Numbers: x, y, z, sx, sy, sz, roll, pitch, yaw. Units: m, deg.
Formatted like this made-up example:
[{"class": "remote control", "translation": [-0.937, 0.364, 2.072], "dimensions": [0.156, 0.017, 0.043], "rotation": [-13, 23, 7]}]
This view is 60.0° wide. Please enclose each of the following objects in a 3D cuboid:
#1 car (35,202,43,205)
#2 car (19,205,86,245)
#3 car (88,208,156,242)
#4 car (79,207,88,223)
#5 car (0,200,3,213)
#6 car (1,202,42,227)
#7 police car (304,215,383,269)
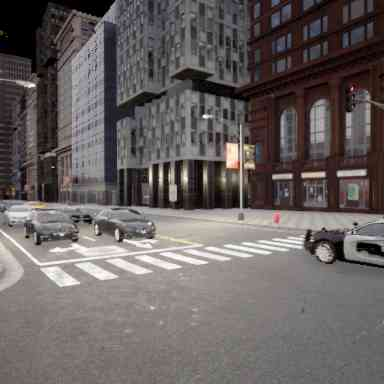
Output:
[{"class": "car", "translation": [-18.108, 1.847, 38.239], "dimensions": [1.882, 1.535, 5.008], "rotation": [0, 0, -34]}, {"class": "car", "translation": [-7.040, 1.634, 16.467], "dimensions": [1.837, 1.490, 4.892], "rotation": [0, 0, -35]}, {"class": "car", "translation": [-3.577, 1.611, 17.173], "dimensions": [1.837, 1.490, 4.892], "rotation": [0, 0, -35]}, {"class": "car", "translation": [-8.915, 1.789, 24.900], "dimensions": [1.895, 1.301, 4.718], "rotation": [0, 0, -35]}, {"class": "car", "translation": [-24.840, 1.831, 42.349], "dimensions": [2.097, 1.767, 4.553], "rotation": [0, -1, -34]}, {"class": "car", "translation": [-12.804, 1.747, 24.813], "dimensions": [1.812, 1.442, 4.674], "rotation": [0, -1, -35]}, {"class": "police car", "translation": [5.725, 1.428, 9.607], "dimensions": [1.930, 1.638, 5.238], "rotation": [0, 0, -35]}]
